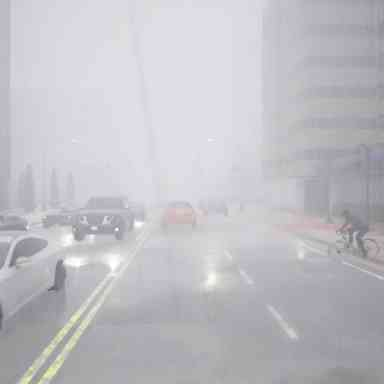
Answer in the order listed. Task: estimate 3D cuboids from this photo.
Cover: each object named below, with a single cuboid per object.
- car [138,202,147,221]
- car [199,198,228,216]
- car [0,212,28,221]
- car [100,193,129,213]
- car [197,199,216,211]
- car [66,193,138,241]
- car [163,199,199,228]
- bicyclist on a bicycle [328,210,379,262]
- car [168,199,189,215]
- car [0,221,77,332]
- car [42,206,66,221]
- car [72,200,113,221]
[{"bbox_3d":[-4.754,1.545,27.088,1.994,1.385,4.181,0,0,-2],"label":"car"},{"bbox_3d":[2.183,1.329,32.601,2.097,1.767,4.553,0,0,-3],"label":"car"},{"bbox_3d":[-7.588,1.484,11.957,2.128,1.511,4.902,0,0,-3],"label":"car"},{"bbox_3d":[-8.678,1.192,37.832,2.150,2.045,5.566,0,1,-2],"label":"car"},{"bbox_3d":[1.758,1.571,41.542,1.895,1.301,4.718,0,0,-2],"label":"car"},{"bbox_3d":[-4.320,1.210,17.099,2.150,2.045,5.566,0,0,-2],"label":"car"},{"bbox_3d":[-0.857,1.336,22.417,2.097,1.767,4.553,0,0,-3],"label":"car"},{"bbox_3d":[5.099,1.383,10.541,1.656,1.620,0.582,-4,0,-3],"label":"bicyclist on a bicycle"},{"bbox_3d":[-1.438,1.523,35.158,2.033,1.411,5.357,0,0,-2],"label":"car"},{"bbox_3d":[-3.827,1.521,6.232,1.812,1.442,4.674,0,0,-3],"label":"car"},{"bbox_3d":[-8.025,1.586,21.676,1.895,1.301,4.718,0,0,-3],"label":"car"},{"bbox_3d":[-8.216,1.473,27.954,2.128,1.511,4.902,0,0,-3],"label":"car"}]
